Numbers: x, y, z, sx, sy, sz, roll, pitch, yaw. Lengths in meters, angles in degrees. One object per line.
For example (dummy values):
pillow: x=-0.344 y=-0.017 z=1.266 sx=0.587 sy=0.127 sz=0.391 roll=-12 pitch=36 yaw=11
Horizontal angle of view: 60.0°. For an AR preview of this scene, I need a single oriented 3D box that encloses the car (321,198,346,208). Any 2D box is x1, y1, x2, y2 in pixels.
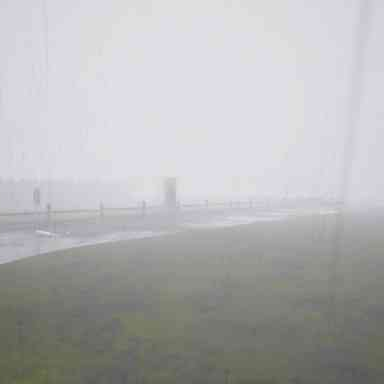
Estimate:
car: x=19.943 y=1.464 z=46.935 sx=1.895 sy=1.301 sz=4.718 roll=1 pitch=1 yaw=44
